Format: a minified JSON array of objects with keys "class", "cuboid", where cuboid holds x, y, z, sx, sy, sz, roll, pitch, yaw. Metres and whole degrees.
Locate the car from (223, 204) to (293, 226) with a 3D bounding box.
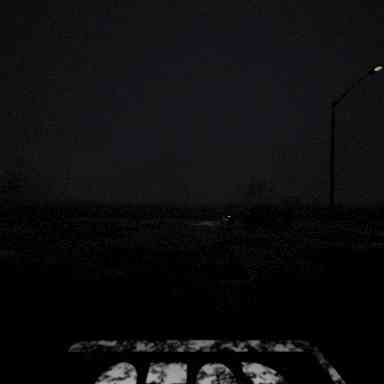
[{"class":"car","cuboid":[4.687,1.642,23.815,4.892,1.490,1.837,0,1,0]}]
